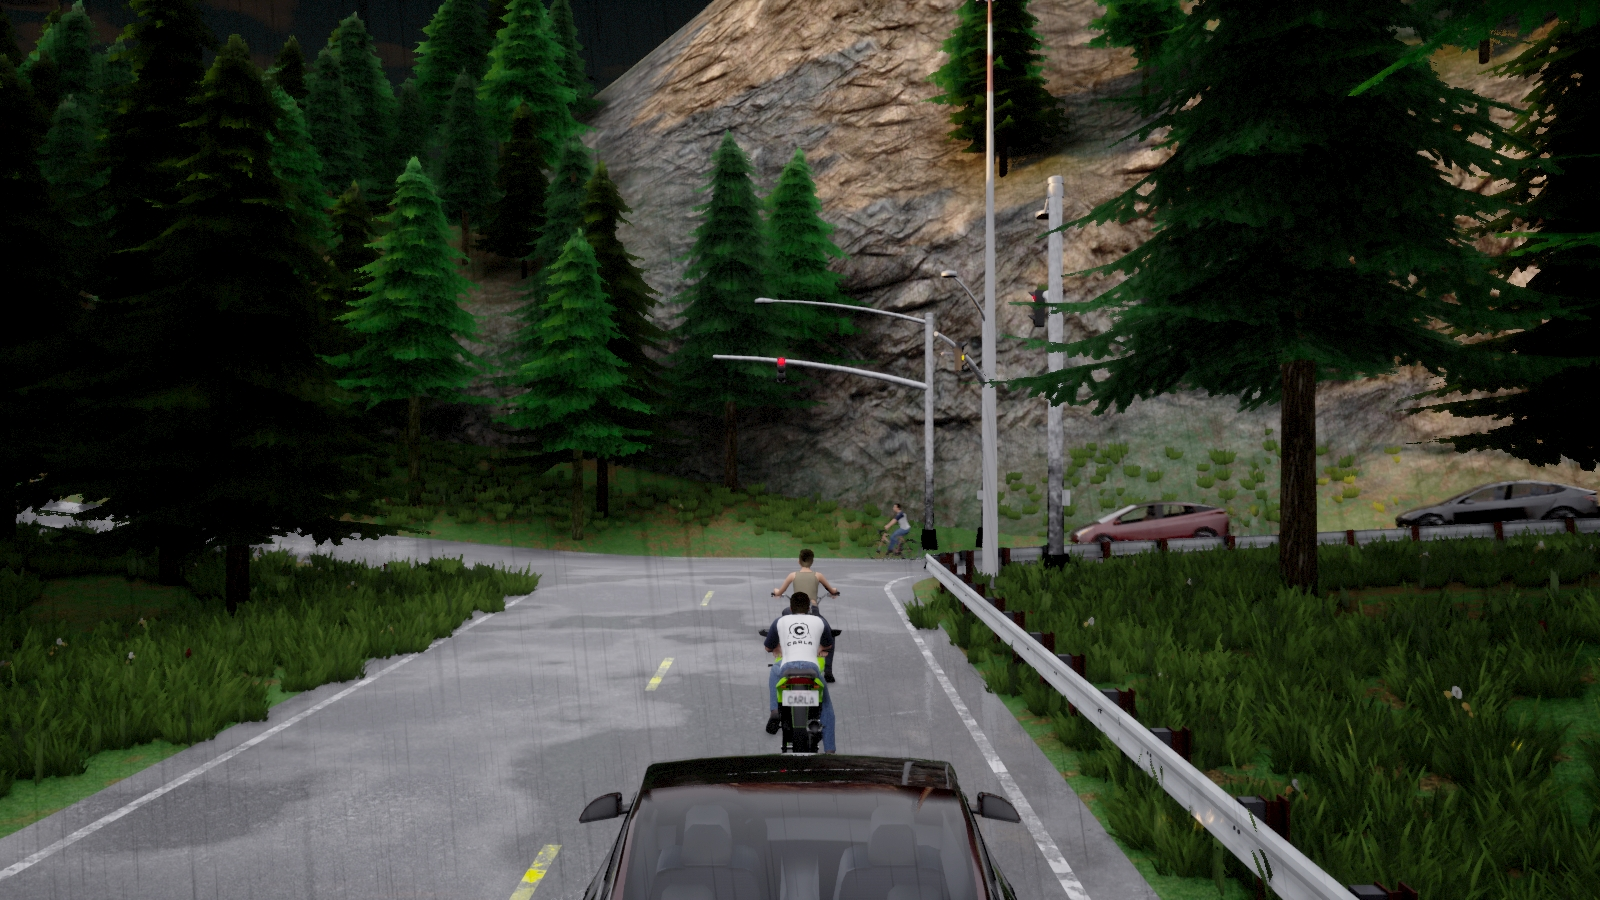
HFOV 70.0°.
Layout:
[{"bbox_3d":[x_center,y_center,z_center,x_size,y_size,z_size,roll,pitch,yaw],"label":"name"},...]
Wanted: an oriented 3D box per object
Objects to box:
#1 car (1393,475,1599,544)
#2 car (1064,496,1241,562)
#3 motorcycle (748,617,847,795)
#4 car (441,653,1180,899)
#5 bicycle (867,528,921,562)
[{"bbox_3d":[18.906,1.609,30.950,4.792,1.488,2.163,-5,-2,23],"label":"car"},{"bbox_3d":[10.177,2.289,33.321,4.514,1.525,2.007,-4,-2,5],"label":"car"},{"bbox_3d":[-0.020,2.213,10.238,0.803,1.145,2.033,0,0,0],"label":"motorcycle"},{"bbox_3d":[0.029,2.063,5.012,2.163,1.488,4.792,0,0,0],"label":"car"},{"bbox_3d":[2.902,2.946,35.336,1.643,1.024,0.373,0,-2,0],"label":"bicycle"}]
